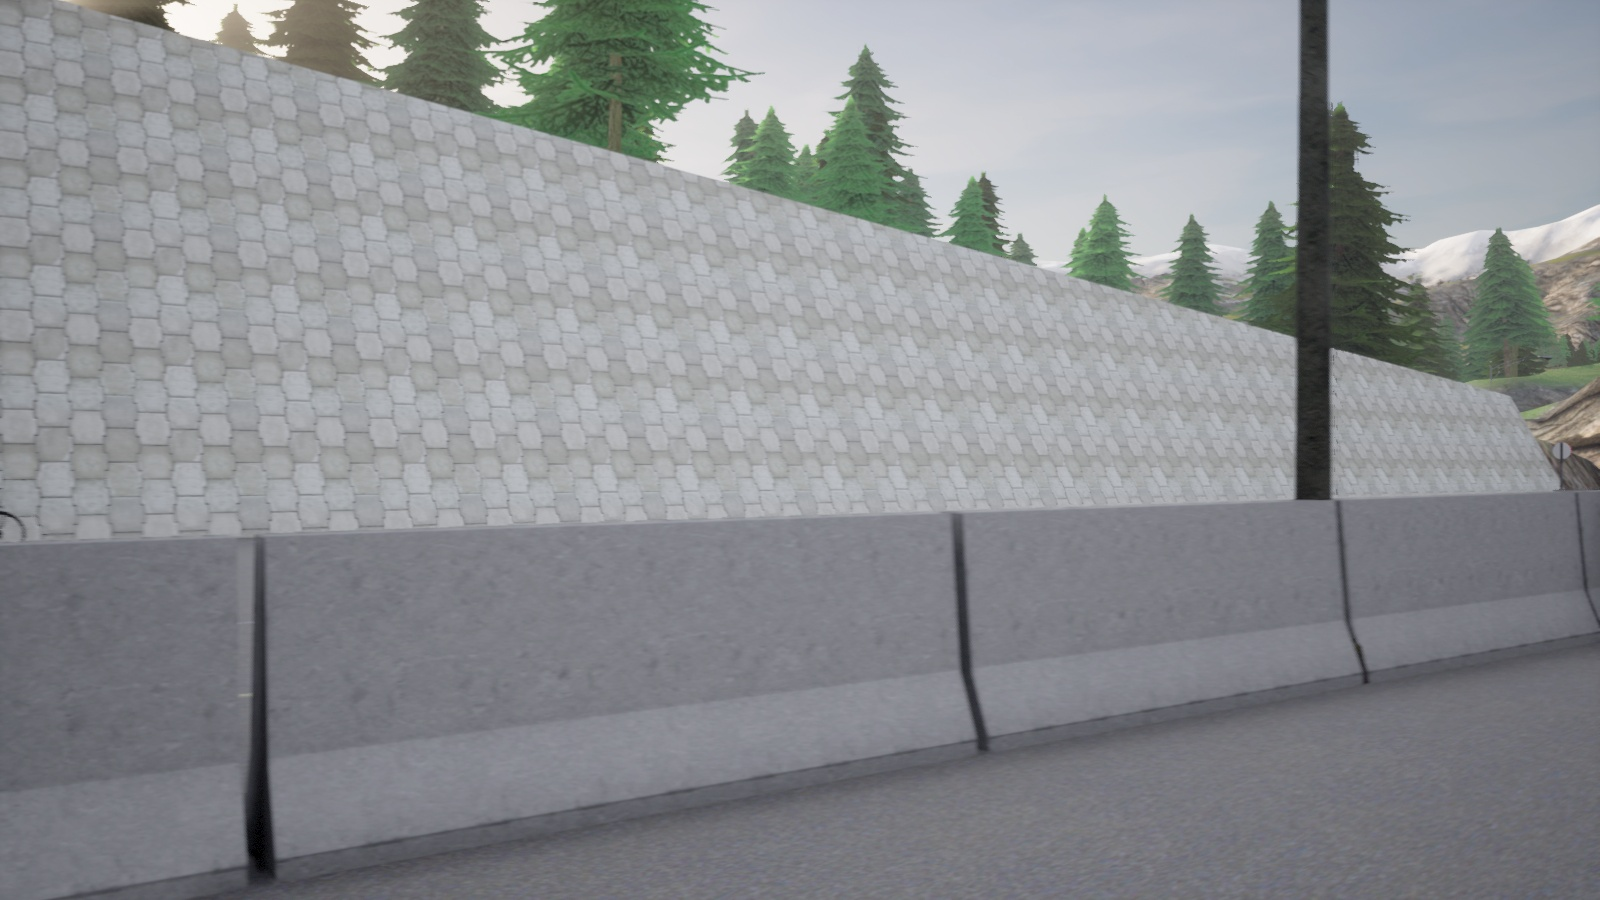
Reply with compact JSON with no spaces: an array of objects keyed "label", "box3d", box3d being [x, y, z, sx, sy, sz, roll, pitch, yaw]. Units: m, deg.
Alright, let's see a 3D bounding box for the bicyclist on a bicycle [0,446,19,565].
[{"label":"bicyclist on a bicycle","box3d":[-11.540,0.763,16.949,1.656,1.620,0.582,0,0,-35]}]
